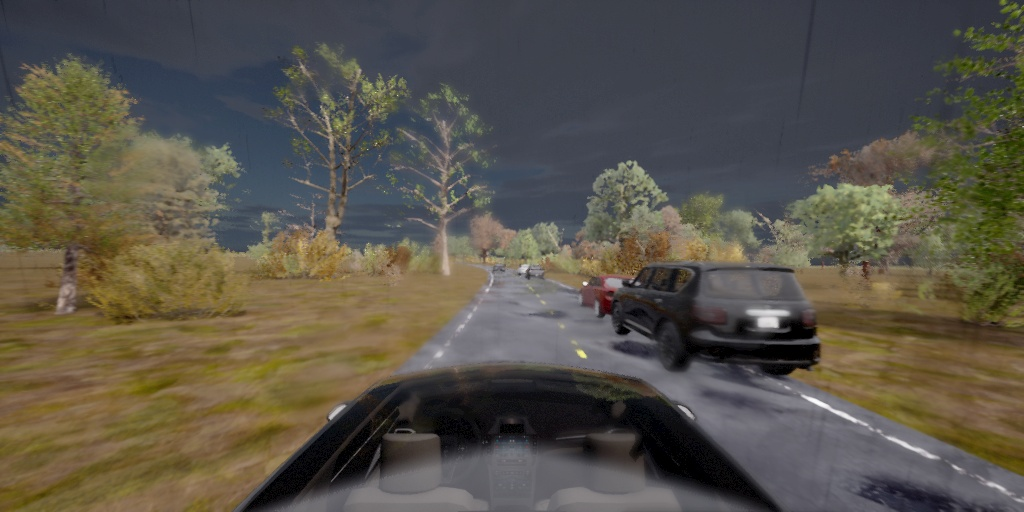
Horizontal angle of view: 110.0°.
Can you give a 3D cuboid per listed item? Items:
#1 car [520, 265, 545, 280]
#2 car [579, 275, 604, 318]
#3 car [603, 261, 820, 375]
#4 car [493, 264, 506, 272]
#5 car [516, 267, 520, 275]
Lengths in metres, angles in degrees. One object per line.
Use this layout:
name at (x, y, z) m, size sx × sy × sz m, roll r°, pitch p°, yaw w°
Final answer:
car at (2.428, 1.754, 38.537) m, size 2.128 × 1.511 × 4.902 m, roll 1°, pitch -1°, yaw -3°
car at (3.945, 1.472, 14.134) m, size 1.882 × 1.535 × 5.008 m, roll 1°, pitch -1°, yaw 0°
car at (3.925, 1.144, 8.139) m, size 2.150 × 2.045 × 5.566 m, roll 1°, pitch -1°, yaw 1°
car at (-2.117, 1.980, 58.701) m, size 1.994 × 1.385 × 4.181 m, roll 1°, pitch -1°, yaw -5°
car at (1.784, 1.905, 48.925) m, size 1.812 × 1.442 × 4.674 m, roll 1°, pitch -1°, yaw -5°
